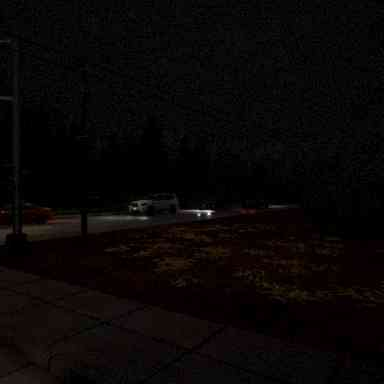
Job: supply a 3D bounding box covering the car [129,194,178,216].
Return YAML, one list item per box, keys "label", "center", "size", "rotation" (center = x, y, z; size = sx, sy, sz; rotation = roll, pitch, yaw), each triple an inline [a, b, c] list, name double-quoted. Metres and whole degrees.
- label: "car"
  center: [-3.650, 1.179, 32.928]
  size: [2.150, 2.045, 5.566]
  rotation: [0, 0, 36]

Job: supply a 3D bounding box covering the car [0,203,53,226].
- label: "car"
  center: [-11.779, 1.504, 21.951]
  size: [1.882, 1.535, 5.008]
  rotation: [0, 0, 37]

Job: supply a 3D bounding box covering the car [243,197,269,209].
- label: "car"
  center: [8.305, 1.359, 42.856]
  size: [2.128, 1.511, 4.902]
  rotation: [0, 0, 37]

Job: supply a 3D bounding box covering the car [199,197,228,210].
- label: "car"
  center: [2.776, 1.404, 41.578]
  size: [1.837, 1.490, 4.892]
  rotation: [0, 0, 37]
